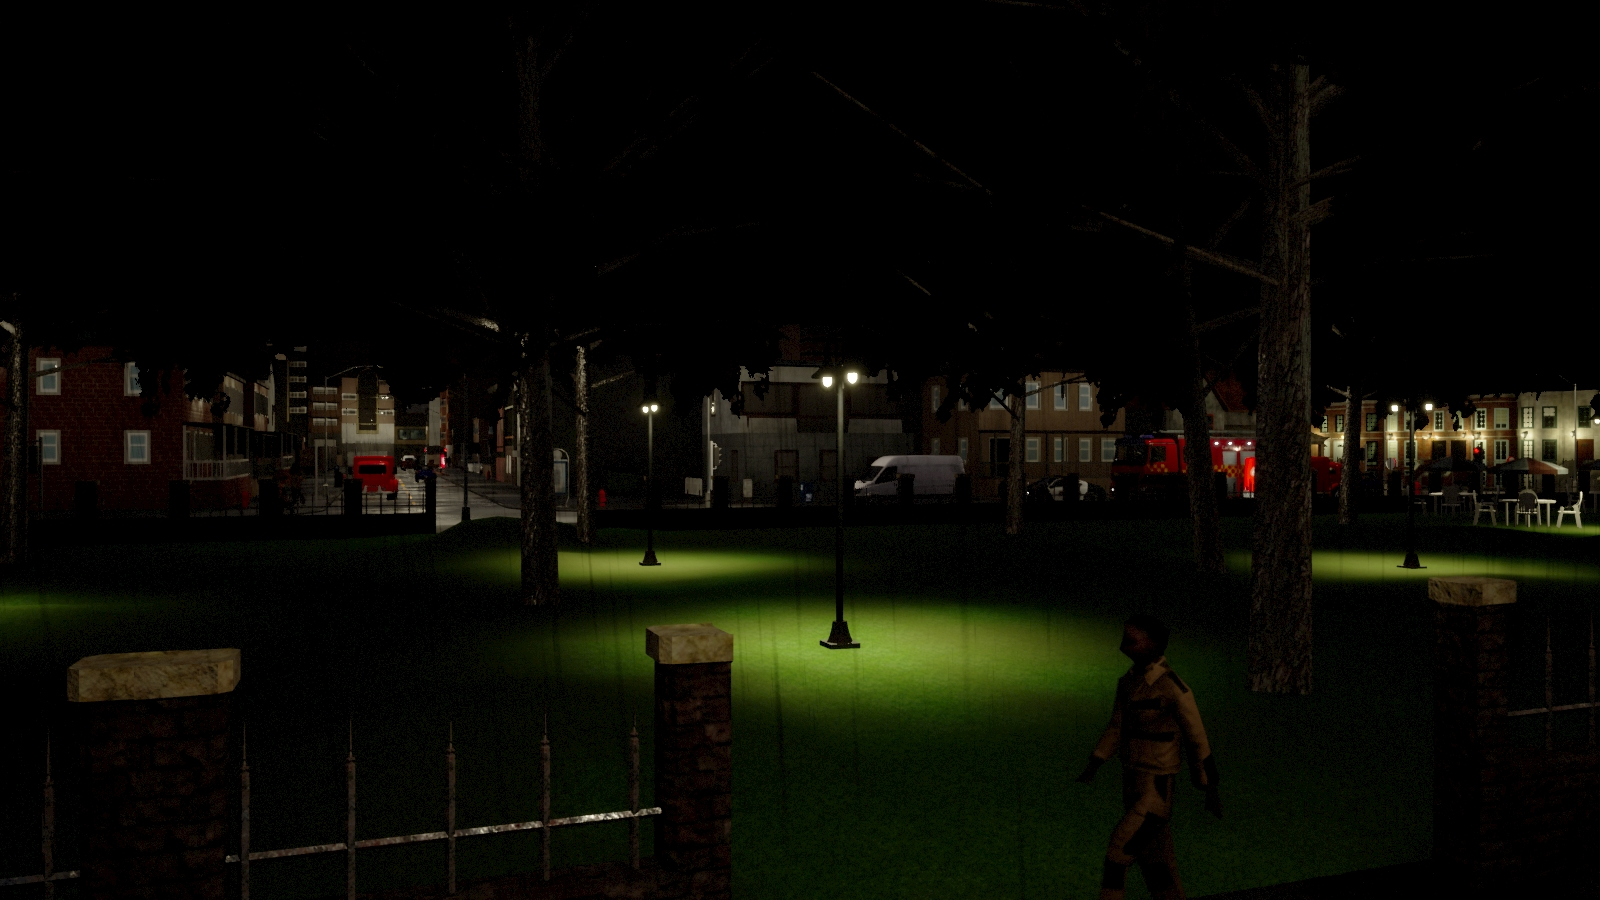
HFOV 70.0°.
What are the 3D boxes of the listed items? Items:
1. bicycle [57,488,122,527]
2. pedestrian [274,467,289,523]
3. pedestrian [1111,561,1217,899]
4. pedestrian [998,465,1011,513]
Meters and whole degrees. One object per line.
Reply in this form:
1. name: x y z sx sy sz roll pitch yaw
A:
1. bicycle: -24.197 1.940 38.939 1.835 1.271 0.329 0 0 -20
2. pedestrian: -17.570 1.525 38.702 0.375 1.860 0.375 0 0 -7
3. pedestrian: 1.870 1.525 5.888 0.375 1.860 0.375 0 0 -17
4. pedestrian: 8.061 1.525 45.054 0.375 1.860 0.375 0 0 -20
